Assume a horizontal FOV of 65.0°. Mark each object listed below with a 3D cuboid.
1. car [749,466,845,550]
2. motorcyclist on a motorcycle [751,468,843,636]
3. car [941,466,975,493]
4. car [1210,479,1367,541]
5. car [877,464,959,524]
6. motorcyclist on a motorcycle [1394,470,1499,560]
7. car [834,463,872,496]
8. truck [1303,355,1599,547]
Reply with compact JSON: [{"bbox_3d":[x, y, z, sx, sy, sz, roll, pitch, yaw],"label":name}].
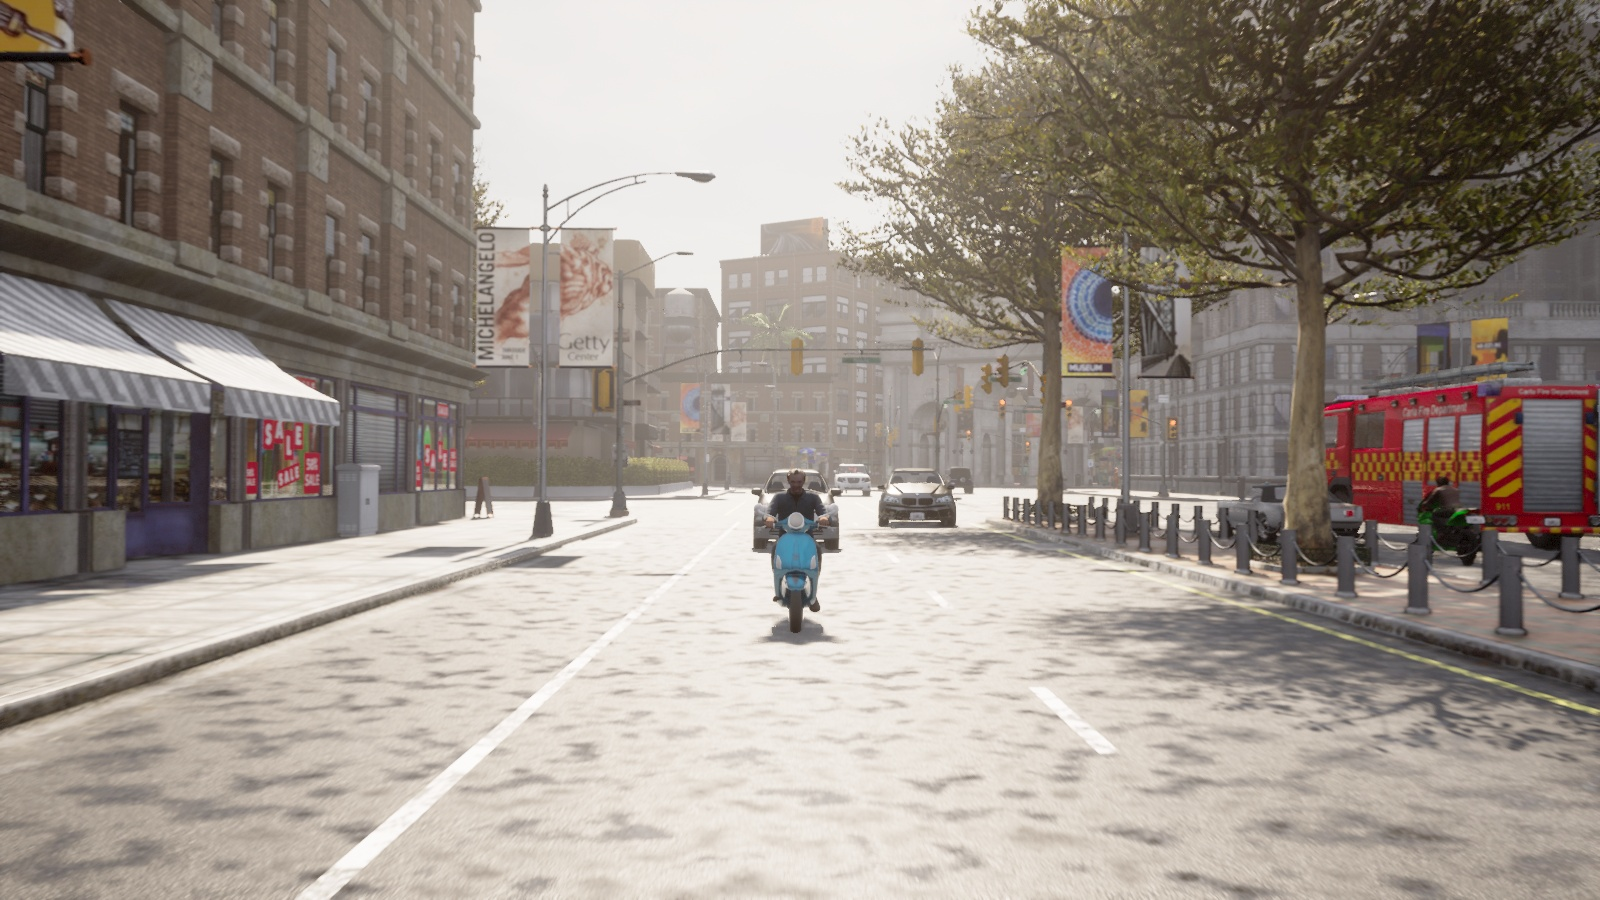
[{"bbox_3d":[-0.065,1.153,26.261,1.851,1.617,3.988,0,-1,0],"label":"car"},{"bbox_3d":[-0.032,0.983,12.831,0.866,1.590,1.817,0,-1,0],"label":"motorcyclist on a motorcycle"},{"bbox_3d":[11.279,2.066,89.655,1.905,1.878,3.866,0,-1,0],"label":"car"},{"bbox_3d":[11.356,1.365,29.582,1.895,1.301,4.718,0,-1,1],"label":"car"},{"bbox_3d":[3.419,1.268,37.227,2.242,1.667,4.611,0,-1,3],"label":"car"},{"bbox_3d":[11.445,1.124,22.307,0.797,1.523,2.044,0,-1,0],"label":"motorcyclist on a motorcycle"},{"bbox_3d":[3.303,1.857,79.853,2.150,2.045,5.566,0,-1,0],"label":"car"},{"bbox_3d":[14.923,0.081,29.323,2.891,3.827,8.468,0,-1,0],"label":"truck"}]
